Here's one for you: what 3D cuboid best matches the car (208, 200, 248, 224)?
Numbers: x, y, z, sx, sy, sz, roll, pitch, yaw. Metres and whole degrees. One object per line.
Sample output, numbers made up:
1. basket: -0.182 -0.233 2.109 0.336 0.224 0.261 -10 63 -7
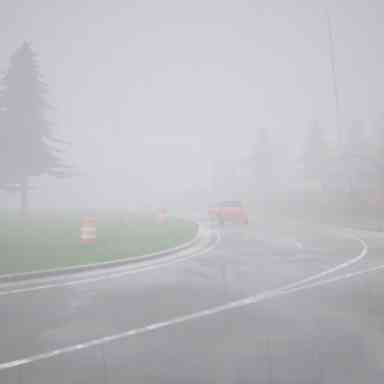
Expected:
1. car: 2.620 1.394 25.028 2.097 1.767 4.553 0 0 -9
